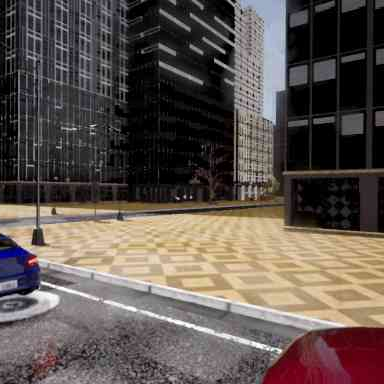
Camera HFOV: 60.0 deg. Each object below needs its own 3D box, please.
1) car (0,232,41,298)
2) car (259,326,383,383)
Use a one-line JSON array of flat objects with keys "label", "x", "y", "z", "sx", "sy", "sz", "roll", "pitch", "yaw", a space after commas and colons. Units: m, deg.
[{"label": "car", "x": -5.179, "y": 1.522, "z": 7.384, "sx": 4.674, "sy": 1.442, "sz": 1.812, "roll": 0, "pitch": 0, "yaw": 36}, {"label": "car", "x": 2.419, "y": 1.564, "z": 1.950, "sx": 4.181, "sy": 1.385, "sz": 1.994, "roll": 0, "pitch": 0, "yaw": 35}]
